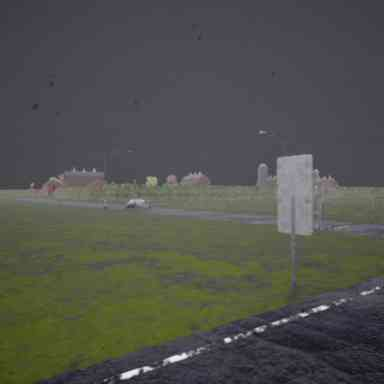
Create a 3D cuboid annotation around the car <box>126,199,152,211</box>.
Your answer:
[{"bbox_3d":[-6.906,1.577,42.647,1.812,1.442,4.674,-1,0,-35],"label":"car"}]
